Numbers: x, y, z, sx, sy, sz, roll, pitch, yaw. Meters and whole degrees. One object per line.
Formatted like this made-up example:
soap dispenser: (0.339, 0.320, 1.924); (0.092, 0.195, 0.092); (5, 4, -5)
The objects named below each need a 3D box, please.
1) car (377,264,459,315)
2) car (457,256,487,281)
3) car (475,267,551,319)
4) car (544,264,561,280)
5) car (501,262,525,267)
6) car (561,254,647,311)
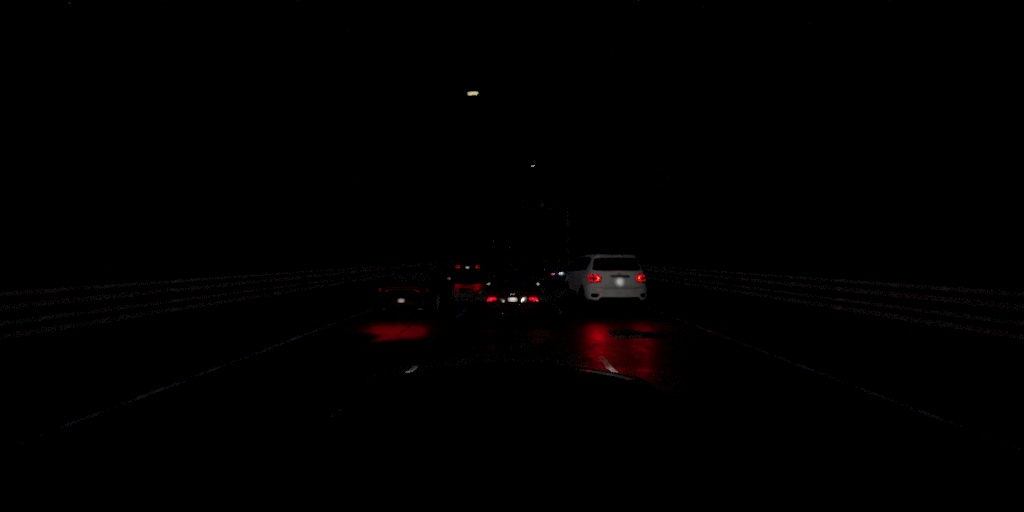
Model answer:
car: (-3.451, 1.232, 13.703); (1.882, 1.535, 5.008); (0, 0, 0)
car: (-3.435, 0.995, 30.551); (2.150, 2.045, 5.566); (0, 0, 1)
car: (0.045, 1.302, 12.831); (2.033, 1.411, 5.357); (0, 0, 1)
car: (3.544, 1.316, 27.844); (2.033, 1.411, 5.357); (0, 0, 1)
car: (0.069, 1.280, 31.637); (1.837, 1.490, 4.892); (0, 0, 0)
car: (3.568, 0.969, 14.571); (2.150, 2.045, 5.566); (0, -1, 0)
